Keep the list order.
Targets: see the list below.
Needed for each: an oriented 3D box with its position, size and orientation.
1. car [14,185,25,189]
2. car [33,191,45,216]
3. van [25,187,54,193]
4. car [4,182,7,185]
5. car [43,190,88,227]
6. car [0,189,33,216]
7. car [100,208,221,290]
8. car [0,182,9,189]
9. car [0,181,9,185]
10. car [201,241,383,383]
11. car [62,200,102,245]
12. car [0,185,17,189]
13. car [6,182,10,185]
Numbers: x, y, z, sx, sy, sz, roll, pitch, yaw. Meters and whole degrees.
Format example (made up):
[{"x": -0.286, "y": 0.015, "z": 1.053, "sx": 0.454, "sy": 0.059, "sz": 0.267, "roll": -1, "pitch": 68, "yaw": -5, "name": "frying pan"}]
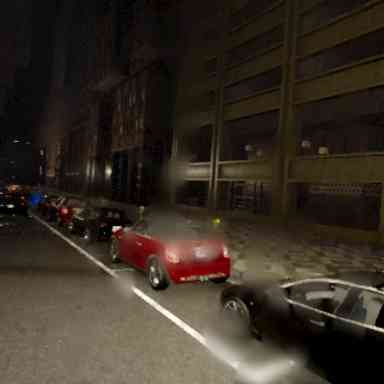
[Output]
[{"x": -18.645, "y": 0.268, "z": 37.485, "sx": 1.887, "sy": 1.381, "sz": 4.507, "roll": 3, "pitch": 0, "yaw": -32, "name": "car"}, {"x": -9.730, "y": 0.898, "z": 23.253, "sx": 1.802, "sy": 1.307, "sz": 4.206, "roll": 3, "pitch": 0, "yaw": -32, "name": "car"}, {"x": -12.688, "y": 0.460, "z": 27.995, "sx": 1.690, "sy": 1.788, "sz": 3.998, "roll": 3, "pitch": 0, "yaw": -32, "name": "van"}, {"x": -30.536, "y": -0.486, "z": 56.462, "sx": 1.802, "sy": 1.307, "sz": 4.206, "roll": 3, "pitch": 0, "yaw": -32, "name": "car"}, {"x": -6.750, "y": 0.955, "z": 18.508, "sx": 1.967, "sy": 1.590, "sz": 4.097, "roll": 3, "pitch": 0, "yaw": -32, "name": "car"}, {"x": -11.988, "y": 0.752, "z": 21.800, "sx": 1.994, "sy": 1.385, "sz": 4.181, "roll": 3, "pitch": 0, "yaw": -32, "name": "car"}, {"x": -0.805, "y": 1.351, "z": 9.020, "sx": 1.967, "sy": 1.590, "sz": 4.097, "roll": 3, "pitch": 0, "yaw": -32, "name": "car"}, {"x": -45.390, "y": -1.614, "z": 80.181, "sx": 1.967, "sy": 1.590, "sz": 4.097, "roll": 3, "pitch": 0, "yaw": -32, "name": "car"}, {"x": -36.479, "y": -0.918, "z": 65.950, "sx": 1.887, "sy": 1.381, "sz": 4.507, "roll": 3, "pitch": 0, "yaw": -32, "name": "car"}, {"x": 2.160, "y": 1.674, "z": 4.277, "sx": 1.947, "sy": 1.339, "sz": 4.313, "roll": 3, "pitch": 0, "yaw": -32, "name": "car"}, {"x": -3.785, "y": 1.278, "z": 13.765, "sx": 1.947, "sy": 1.339, "sz": 4.313, "roll": 3, "pitch": 0, "yaw": -32, "name": "car"}, {"x": -18.428, "y": 0.307, "z": 32.012, "sx": 2.033, "sy": 1.411, "sz": 5.357, "roll": 3, "pitch": 0, "yaw": -32, "name": "car"}, {"x": -24.584, "y": -0.232, "z": 46.973, "sx": 1.967, "sy": 1.590, "sz": 4.097, "roll": 3, "pitch": 0, "yaw": -32, "name": "car"}]
